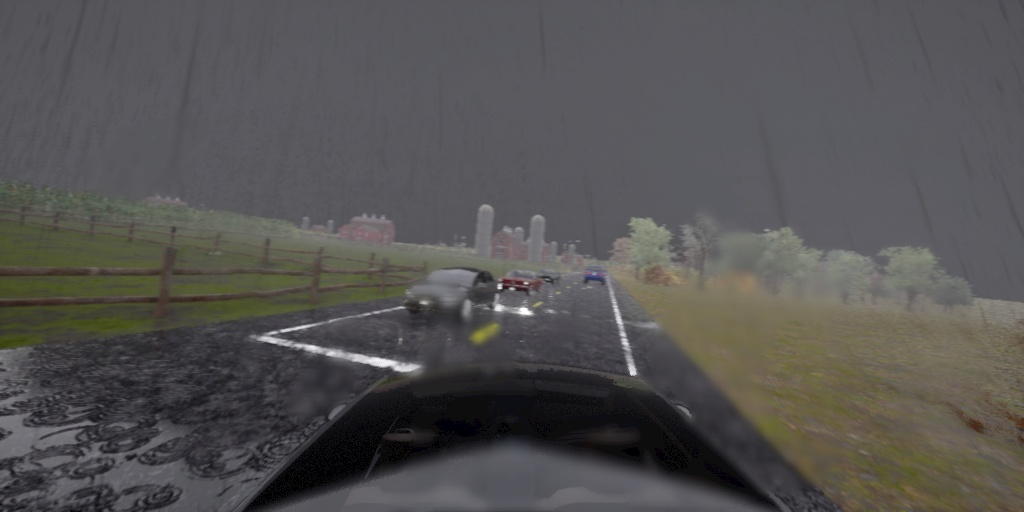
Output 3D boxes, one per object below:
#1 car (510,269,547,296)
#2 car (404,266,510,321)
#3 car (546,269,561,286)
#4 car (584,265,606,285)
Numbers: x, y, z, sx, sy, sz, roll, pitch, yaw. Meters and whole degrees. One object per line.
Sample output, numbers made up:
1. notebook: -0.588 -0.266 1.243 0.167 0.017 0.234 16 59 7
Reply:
1. car: 0.569 1.505 21.201 1.895 1.301 4.718 6 0 15
2. car: -1.744 1.131 12.176 1.837 1.490 4.892 6 0 15
3. car: 3.029 1.801 30.744 1.895 1.301 4.718 6 0 15
4. car: 9.476 2.127 40.920 2.150 2.045 5.566 6 0 14
